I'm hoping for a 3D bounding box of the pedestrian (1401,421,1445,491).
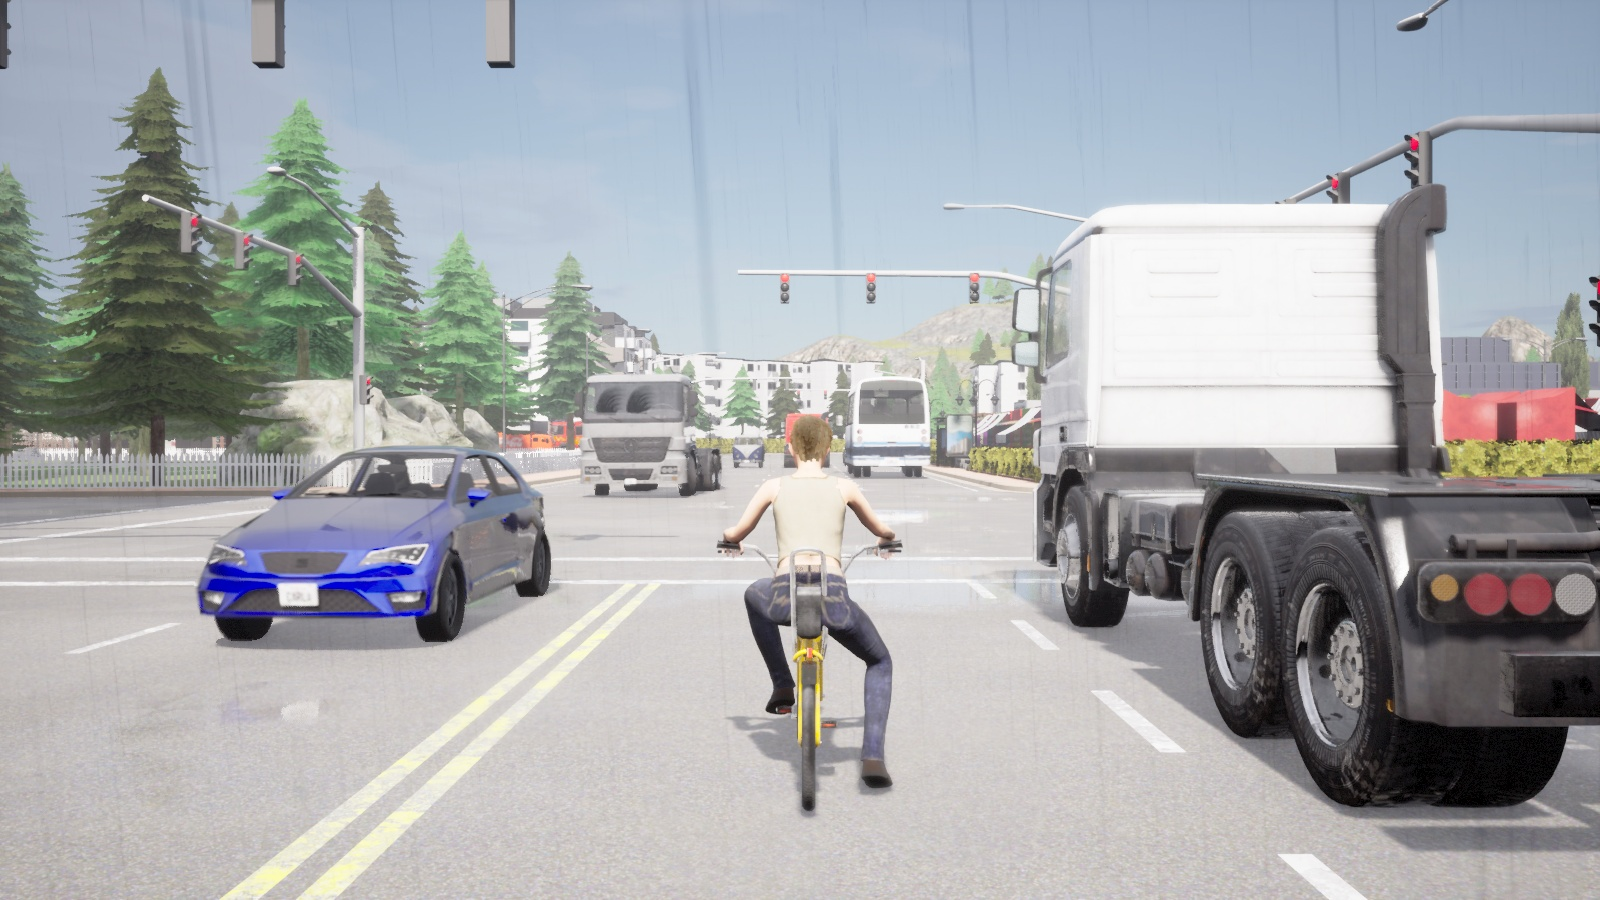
[{"bbox_3d":[17.448,0.161,35.178,0.873,1.952,0.659,0,0,-1],"label":"pedestrian"}]

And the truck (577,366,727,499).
[{"bbox_3d":[-4.120,-0.457,36.941,2.891,3.462,7.936,0,0,4],"label":"truck"}]

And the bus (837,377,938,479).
[{"bbox_3d":[3.824,-0.952,57.615,3.944,4.253,10.273,0,0,0],"label":"bus"}]

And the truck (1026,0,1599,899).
[{"bbox_3d":[3.559,-0.277,7.884,2.891,3.462,7.936,0,0,0],"label":"truck"}]

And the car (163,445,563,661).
[{"bbox_3d":[-3.412,0.697,10.742,1.816,1.474,4.193,0,0,2],"label":"car"}]

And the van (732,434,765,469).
[{"bbox_3d":[-3.075,0.073,75.145,1.775,1.987,4.442,0,0,0],"label":"van"}]

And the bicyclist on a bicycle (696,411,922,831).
[{"bbox_3d":[0.042,0.652,5.576,0.866,1.612,1.509,0,0,1],"label":"bicyclist on a bicycle"}]

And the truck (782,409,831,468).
[{"bbox_3d":[0.429,-0.674,77.772,2.891,3.462,7.936,0,0,1],"label":"truck"}]
